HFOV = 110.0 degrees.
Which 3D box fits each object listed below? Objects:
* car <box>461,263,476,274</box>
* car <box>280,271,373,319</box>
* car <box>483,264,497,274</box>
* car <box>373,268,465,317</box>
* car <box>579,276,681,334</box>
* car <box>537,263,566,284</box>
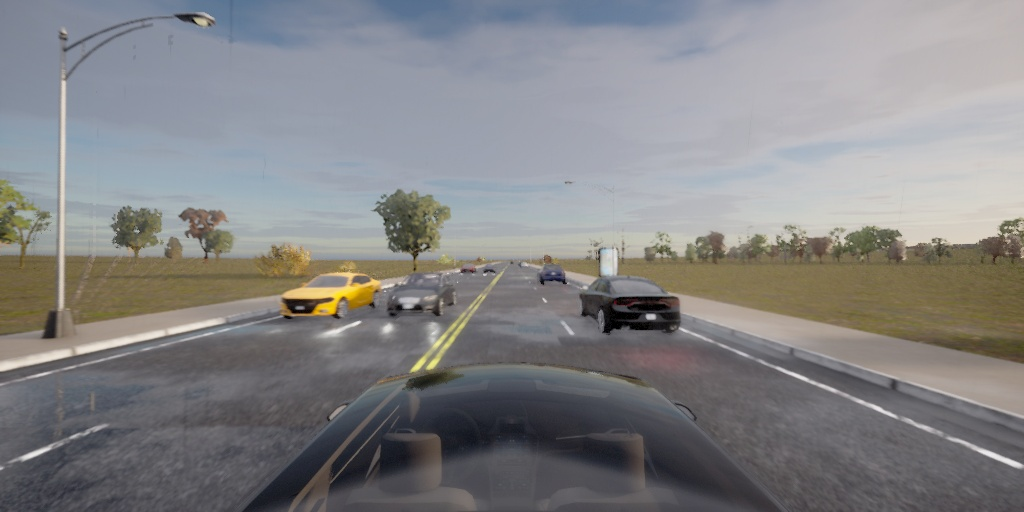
[{"bbox_3d":[-6.582,1.859,54.419,1.882,1.535,5.008,0,-1,0],"label":"car"},{"bbox_3d":[-6.605,1.372,13.672,1.882,1.535,5.008,0,-1,0],"label":"car"},{"bbox_3d":[-3.329,1.930,54.466,2.033,1.411,5.357,0,-1,1],"label":"car"},{"bbox_3d":[-3.355,1.391,14.080,2.128,1.511,4.902,0,-1,0],"label":"car"},{"bbox_3d":[3.344,1.342,11.109,1.882,1.535,5.008,0,-1,0],"label":"car"},{"bbox_3d":[3.338,1.457,30.946,2.097,1.767,4.553,0,-1,0],"label":"car"}]
